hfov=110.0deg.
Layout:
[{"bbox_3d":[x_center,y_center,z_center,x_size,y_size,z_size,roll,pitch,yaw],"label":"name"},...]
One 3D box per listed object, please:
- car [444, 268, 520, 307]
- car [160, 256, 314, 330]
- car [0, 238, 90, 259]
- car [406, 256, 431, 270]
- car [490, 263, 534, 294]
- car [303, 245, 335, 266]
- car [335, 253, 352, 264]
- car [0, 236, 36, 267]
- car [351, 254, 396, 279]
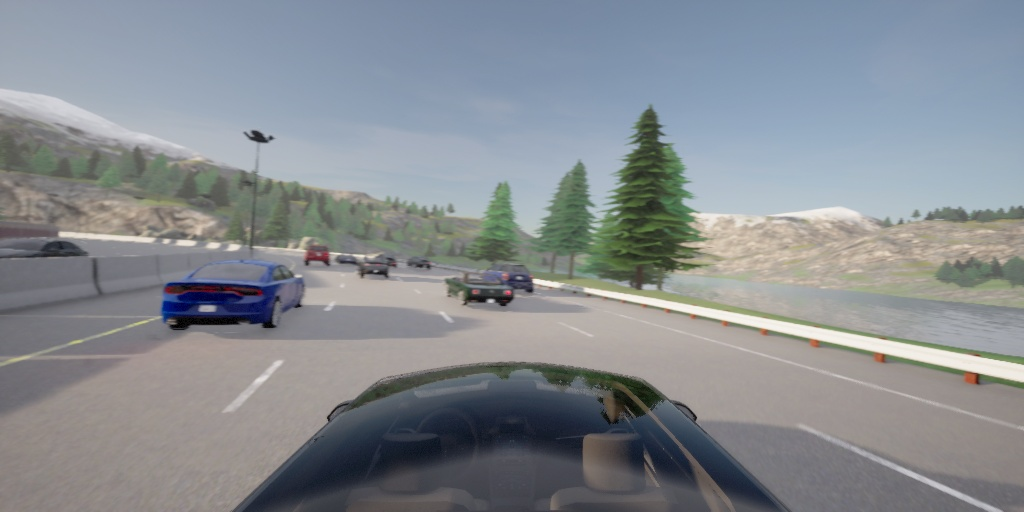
[{"bbox_3d":[-1.590,1.330,15.300,1.895,1.301,4.718,4,0,-22],"label":"car"},{"bbox_3d":[-6.791,0.833,9.339,1.882,1.535,5.008,4,0,-20],"label":"car"},{"bbox_3d":[-21.087,-0.027,15.786,1.837,1.490,4.892,4,0,-25],"label":"car"},{"bbox_3d":[-10.948,0.792,41.875,1.837,1.490,4.892,5,-1,-32],"label":"car"},{"bbox_3d":[-0.432,1.195,21.672,2.097,1.767,4.553,4,0,-23],"label":"car"},{"bbox_3d":[-20.326,-0.127,37.357,2.150,2.045,5.566,4,-1,-33],"label":"car"},{"bbox_3d":[-19.607,0.292,42.319,1.994,1.385,4.181,4,0,-34],"label":"car"},{"bbox_3d":[-25.092,-0.241,16.185,2.033,1.411,5.357,4,0,-26],"label":"car"},{"bbox_3d":[-9.998,0.740,25.652,2.128,1.511,4.902,4,0,-27],"label":"car"}]
